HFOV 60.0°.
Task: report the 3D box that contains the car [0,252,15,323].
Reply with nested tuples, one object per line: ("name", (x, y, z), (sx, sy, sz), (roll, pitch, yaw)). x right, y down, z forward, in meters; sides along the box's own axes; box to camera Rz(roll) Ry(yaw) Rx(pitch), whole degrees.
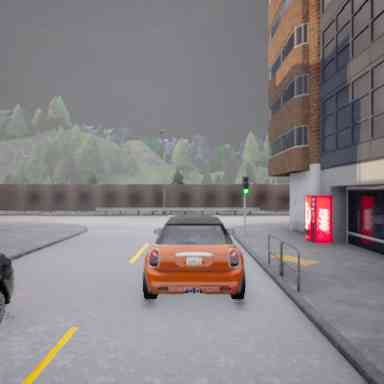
("car", (-4.086, 1.501, 3.979), (2.128, 1.511, 4.902), (0, 0, 0))

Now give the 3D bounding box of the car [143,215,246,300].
("car", (0.056, 1.372, 8.598), (2.097, 1.767, 4.553), (0, 0, 0))
